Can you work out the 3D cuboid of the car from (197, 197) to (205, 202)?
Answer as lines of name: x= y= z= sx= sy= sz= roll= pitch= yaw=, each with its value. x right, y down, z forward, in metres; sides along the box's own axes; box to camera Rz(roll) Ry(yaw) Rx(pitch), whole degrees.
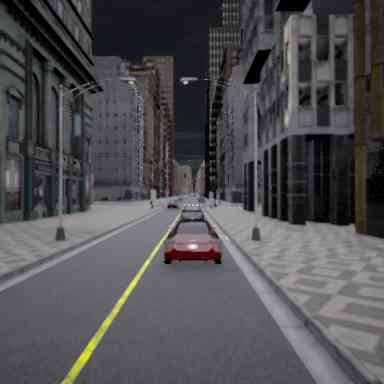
car: x=2.874 y=2.565 z=95.488 sx=1.947 sy=1.339 sz=4.313 roll=0 pitch=-1 yaw=0

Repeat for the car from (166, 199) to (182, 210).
car: x=-3.049 y=2.207 z=53.781 sx=1.895 sy=1.301 sz=4.718 roll=0 pitch=-1 yaw=1

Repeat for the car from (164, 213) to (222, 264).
car: x=0.045 y=1.717 z=12.537 sx=1.994 sy=1.385 sz=4.181 roll=0 pitch=-1 yaw=0

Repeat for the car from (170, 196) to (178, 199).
car: x=-5.651 y=2.343 z=95.439 sx=1.690 sy=1.788 sz=3.998 roll=0 pitch=-1 yaw=0

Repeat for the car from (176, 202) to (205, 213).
car: x=0.039 y=1.814 z=27.322 sx=2.128 sy=1.511 sz=4.902 roll=0 pitch=-1 yaw=0
